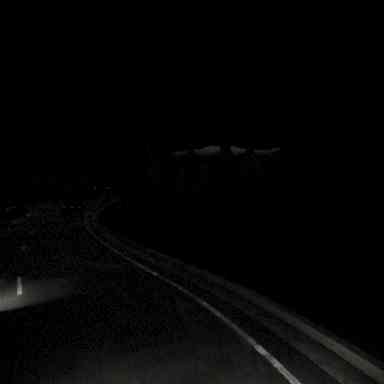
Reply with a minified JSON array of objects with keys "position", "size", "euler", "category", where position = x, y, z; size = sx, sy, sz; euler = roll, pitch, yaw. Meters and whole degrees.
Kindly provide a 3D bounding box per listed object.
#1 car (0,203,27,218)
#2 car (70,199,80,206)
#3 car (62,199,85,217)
[{"position":[-21.302,2.086,39.739],"size":[2.097,1.767,4.553],"euler":[-1,-1,-14],"category":"car"},{"position":[-31.031,2.784,88.358],"size":[2.097,1.767,4.553],"euler":[-1,-1,-12],"category":"car"},{"position":[-14.168,1.871,39.840],"size":[2.150,2.045,5.566],"euler":[-1,0,-15],"category":"car"}]
